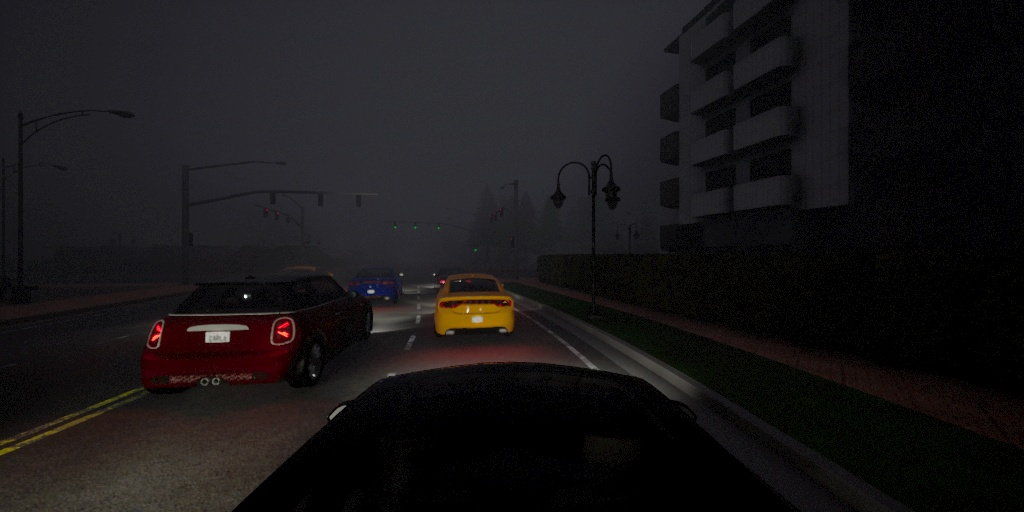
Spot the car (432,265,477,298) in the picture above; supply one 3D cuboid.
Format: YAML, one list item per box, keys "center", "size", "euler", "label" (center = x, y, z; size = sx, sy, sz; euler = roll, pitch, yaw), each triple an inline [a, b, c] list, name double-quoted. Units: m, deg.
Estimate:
- center: [-3.339, 1.298, 19.981]
  size: [2.033, 1.411, 5.357]
  euler: [0, 0, -14]
  label: "car"

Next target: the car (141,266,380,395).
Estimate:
- center: [-4.214, 1.102, 6.899]
  size: [2.097, 1.767, 4.553]
  euler: [0, 0, -8]
  label: "car"

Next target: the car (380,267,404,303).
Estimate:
- center: [-6.081, 1.228, 16.399]
  size: [1.882, 1.535, 5.008]
  euler: [0, 0, -14]
  label: "car"

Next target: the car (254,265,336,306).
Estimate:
- center: [-9.868, 1.227, 16.796]
  size: [1.882, 1.535, 5.008]
  euler: [0, 0, -14]
  label: "car"

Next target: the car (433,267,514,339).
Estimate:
- center: [-1.187, 1.228, 10.269]
  size: [1.882, 1.535, 5.008]
  euler: [0, 0, -10]
  label: "car"
